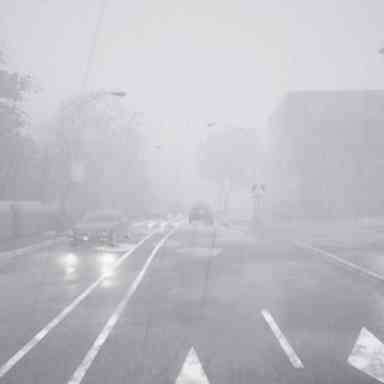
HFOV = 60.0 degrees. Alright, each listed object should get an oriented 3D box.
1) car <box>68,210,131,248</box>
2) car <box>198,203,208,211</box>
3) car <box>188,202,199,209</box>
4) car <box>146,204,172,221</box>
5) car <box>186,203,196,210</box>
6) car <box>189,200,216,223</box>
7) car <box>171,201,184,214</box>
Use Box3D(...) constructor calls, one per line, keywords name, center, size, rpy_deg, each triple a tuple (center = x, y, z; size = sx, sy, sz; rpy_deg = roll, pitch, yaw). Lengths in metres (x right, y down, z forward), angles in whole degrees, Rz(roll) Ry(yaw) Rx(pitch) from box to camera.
Box3D(name="car", center=(-4.123, 1.615, 15.505), size=(1.837, 1.490, 4.892), rpy_deg=(0, -1, 1))
Box3D(name="car", center=(2.525, 3.355, 76.132), size=(2.097, 1.767, 4.553), rpy_deg=(0, -2, 5))
Box3D(name="car", center=(0.415, 3.577, 89.335), size=(2.097, 1.535, 5.008), rpy_deg=(1, 1, 11))
Box3D(name="car", center=(-3.473, 2.198, 34.162), size=(1.994, 1.385, 4.181), rpy_deg=(0, -2, 2))
Box3D(name="car", center=(-0.277, 3.714, 83.231), size=(2.002, 1.452, 4.674), rpy_deg=(-2, 0, 6))
Box3D(name="car", center=(0.835, 1.850, 30.026), size=(2.097, 1.767, 4.553), rpy_deg=(0, -2, 2))
Box3D(name="car", center=(-2.565, 2.576, 55.089), size=(2.150, 2.045, 5.566), rpy_deg=(0, -2, 4))
